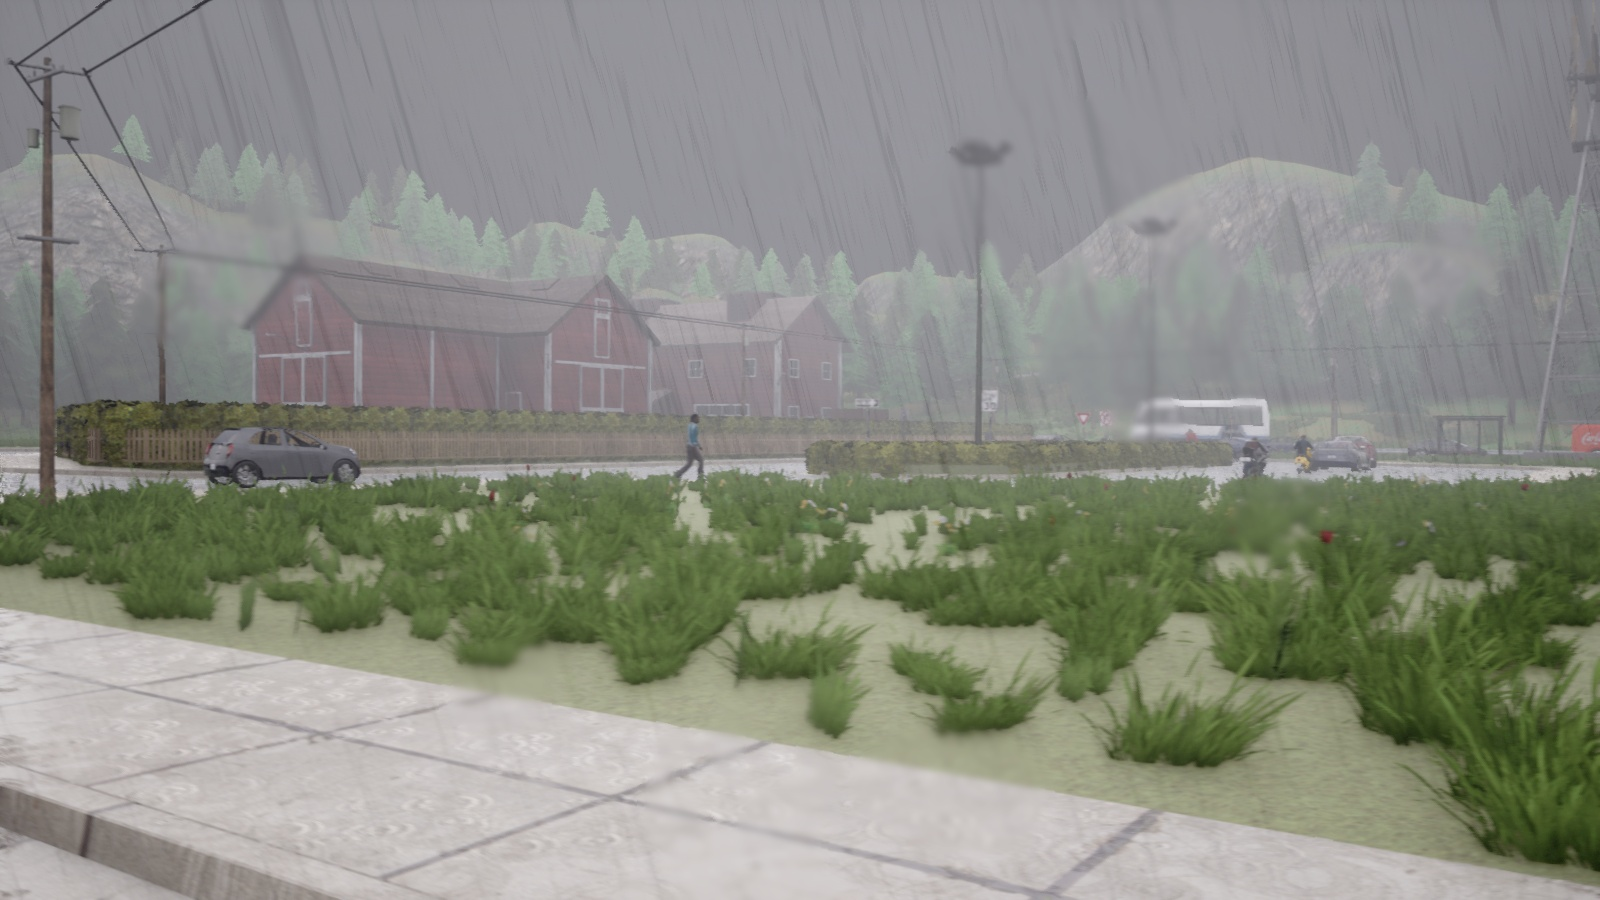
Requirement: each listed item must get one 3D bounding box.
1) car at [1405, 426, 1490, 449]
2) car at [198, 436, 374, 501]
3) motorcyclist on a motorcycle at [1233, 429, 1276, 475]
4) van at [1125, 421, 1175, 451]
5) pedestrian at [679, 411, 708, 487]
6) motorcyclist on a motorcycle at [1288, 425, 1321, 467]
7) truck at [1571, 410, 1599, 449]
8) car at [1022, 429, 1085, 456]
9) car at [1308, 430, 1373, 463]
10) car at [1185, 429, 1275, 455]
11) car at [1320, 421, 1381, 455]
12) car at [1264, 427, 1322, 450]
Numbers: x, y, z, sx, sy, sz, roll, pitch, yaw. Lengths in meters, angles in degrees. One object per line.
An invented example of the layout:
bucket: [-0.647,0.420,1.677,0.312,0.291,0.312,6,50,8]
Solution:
car: [43.121,-0.803,83.701,4.792,1.488,2.163,0,1,34]
car: [-12.923,0.430,31.688,1.845,1.501,3.633,0,1,44]
motorcyclist on a motorcycle: [15.399,0.046,42.492,0.866,1.530,2.191,0,1,34]
van: [24.473,-0.965,87.664,2.069,2.038,4.480,0,1,33]
pedestrian: [-2.746,-0.031,32.423,0.692,1.930,0.396,0,1,3]
motorcyclist on a motorcycle: [19.839,-0.169,49.358,0.866,1.590,1.817,0,1,33]
truck: [51.171,-1.289,78.291,5.204,2.467,2.627,0,1,34]
car: [14.774,-0.453,73.023,2.007,1.525,4.514,0,1,34]
car: [23.994,-0.183,55.677,1.994,1.385,4.181,0,1,33]
car: [24.830,-0.460,72.636,1.812,1.442,4.674,-1,1,-41]
car: [27.888,-0.614,63.792,2.152,1.651,5.027,0,1,16]
car: [34.936,-0.823,89.016,3.705,1.549,1.789,0,1,25]
